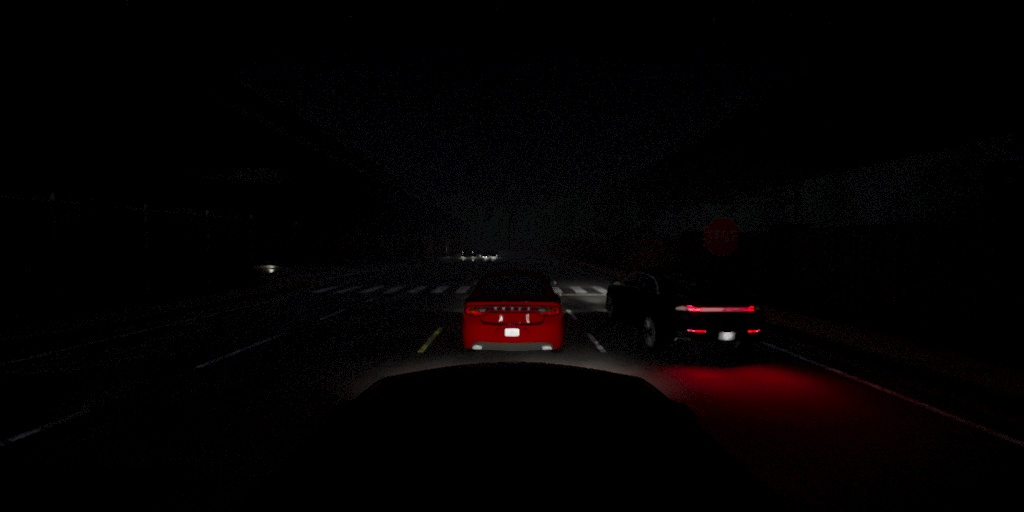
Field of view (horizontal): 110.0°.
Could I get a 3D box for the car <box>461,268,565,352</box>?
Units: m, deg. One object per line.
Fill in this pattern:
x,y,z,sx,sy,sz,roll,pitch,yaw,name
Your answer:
0.059,1.013,8.325,1.882,1.535,5.008,0,2,1,car

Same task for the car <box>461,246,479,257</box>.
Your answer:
-7.190,-0.780,59.942,2.097,1.767,4.553,0,2,0,car

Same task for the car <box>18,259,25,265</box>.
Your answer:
-49.593,0.224,34.233,4.674,1.442,1.812,0,2,0,car

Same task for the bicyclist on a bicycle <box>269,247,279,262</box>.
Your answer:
-25.450,-0.132,38.291,0.582,1.620,1.656,0,2,-1,bicyclist on a bicycle

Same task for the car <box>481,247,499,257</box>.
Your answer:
-3.689,-0.567,59.879,1.994,1.385,4.181,0,2,0,car

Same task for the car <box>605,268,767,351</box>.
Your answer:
3.558,1.027,8.321,2.128,1.511,4.902,0,2,0,car
